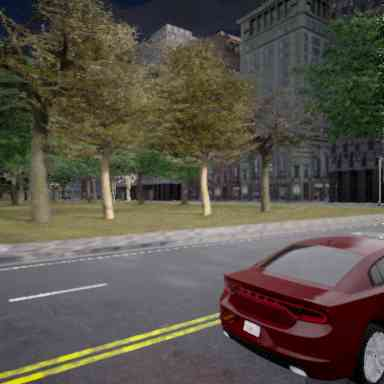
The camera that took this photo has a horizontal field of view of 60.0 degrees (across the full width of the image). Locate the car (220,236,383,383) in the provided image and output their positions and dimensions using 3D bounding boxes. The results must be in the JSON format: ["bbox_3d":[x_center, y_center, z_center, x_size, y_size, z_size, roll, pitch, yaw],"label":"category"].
[{"bbox_3d":[2.726,1.466,5.385,5.008,1.535,1.882,0,0,-35],"label":"car"}]
